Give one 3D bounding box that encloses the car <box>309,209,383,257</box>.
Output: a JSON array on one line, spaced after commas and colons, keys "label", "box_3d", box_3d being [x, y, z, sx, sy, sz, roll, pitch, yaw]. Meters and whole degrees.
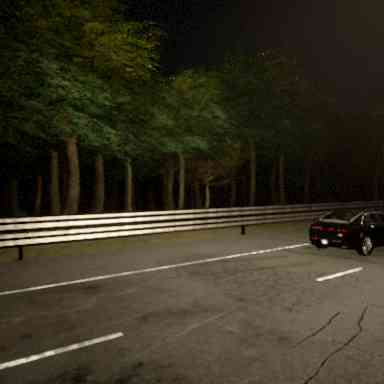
[{"label": "car", "box_3d": [6.450, 1.407, 12.655, 4.892, 1.490, 1.837, -1, 0, -36]}]
